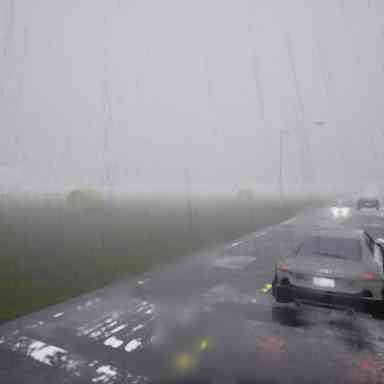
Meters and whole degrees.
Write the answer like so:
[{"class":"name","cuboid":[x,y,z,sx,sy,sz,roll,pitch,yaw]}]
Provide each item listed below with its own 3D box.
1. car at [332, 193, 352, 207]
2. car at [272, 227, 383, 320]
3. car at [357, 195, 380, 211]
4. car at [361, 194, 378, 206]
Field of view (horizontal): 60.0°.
[{"class":"car","cuboid":[17.877,0.932,39.447,2.128,1.511,4.902,0,1,29]},{"class":"car","cuboid":[3.190,1.463,7.346,1.994,1.385,4.181,0,1,29]},{"class":"car","cuboid":[17.803,0.999,33.552,1.882,1.535,5.008,0,1,29]},{"class":"car","cuboid":[22.860,0.979,42.749,1.895,1.301,4.718,0,1,29]}]
